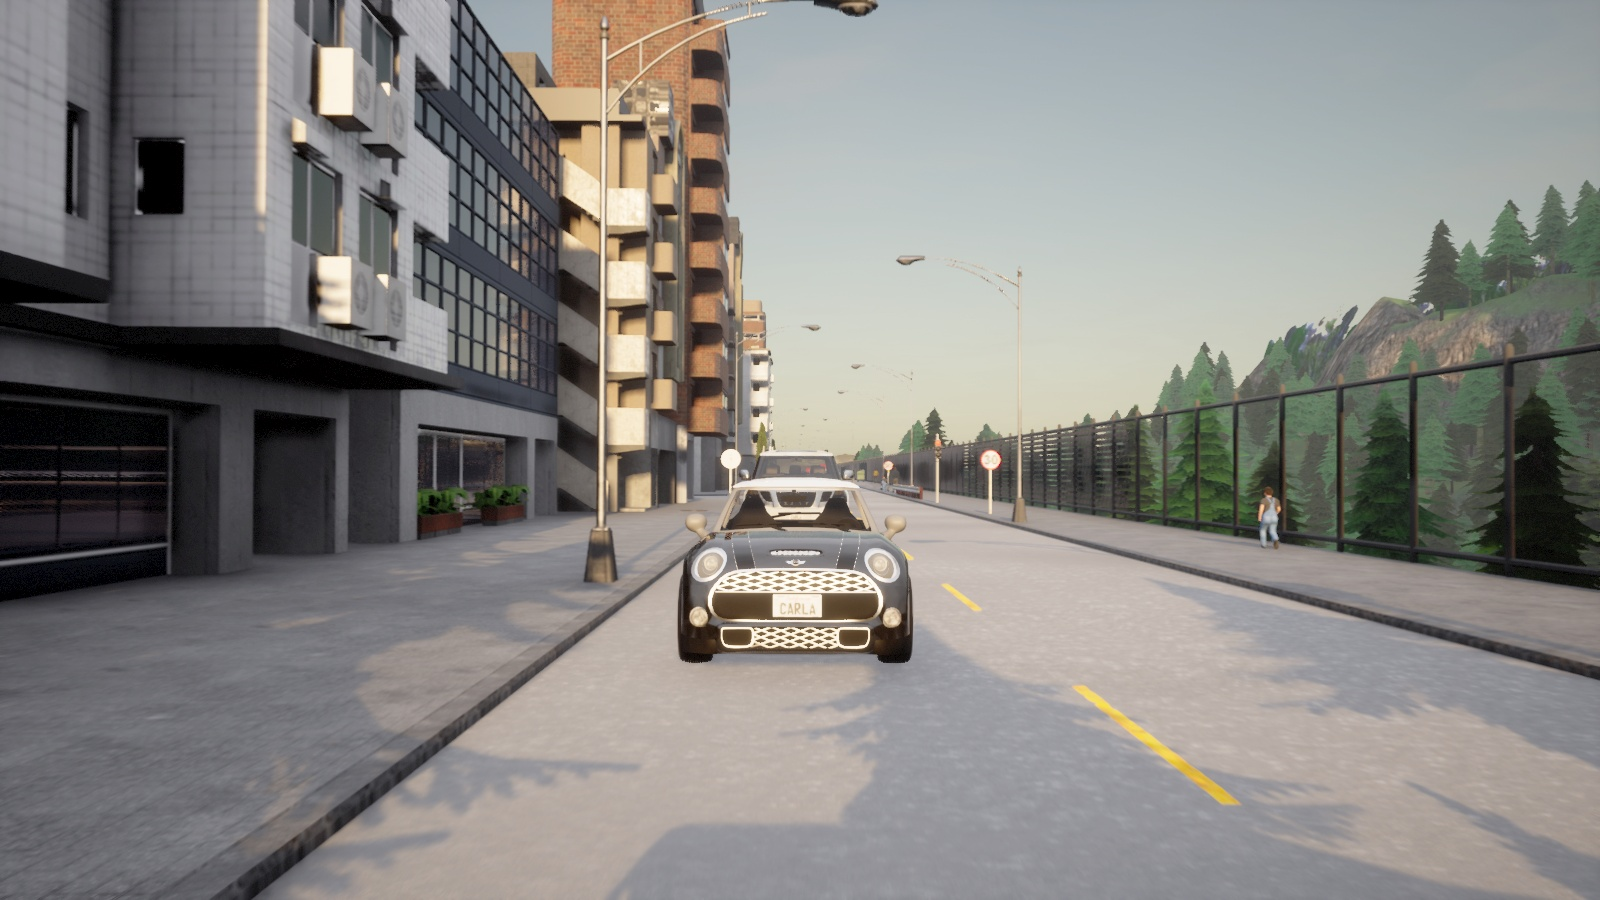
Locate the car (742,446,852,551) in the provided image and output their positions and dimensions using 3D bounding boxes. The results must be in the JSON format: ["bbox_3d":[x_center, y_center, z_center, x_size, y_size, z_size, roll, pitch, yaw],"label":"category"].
[{"bbox_3d":[-0.073,0.992,27.389,2.150,2.045,5.566,0,-1,0],"label":"car"}]

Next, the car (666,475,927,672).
[{"bbox_3d":[-0.030,0.971,11.414,1.970,1.475,3.806,0,-1,0],"label":"car"}]

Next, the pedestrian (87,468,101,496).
[{"bbox_3d":[-45.393,2.055,80.715,0.726,1.835,0.370,-1,-1,18],"label":"pedestrian"}]

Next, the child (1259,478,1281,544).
[{"bbox_3d":[9.089,1.175,24.313,0.270,1.263,0.437,0,-1,3],"label":"child"}]
